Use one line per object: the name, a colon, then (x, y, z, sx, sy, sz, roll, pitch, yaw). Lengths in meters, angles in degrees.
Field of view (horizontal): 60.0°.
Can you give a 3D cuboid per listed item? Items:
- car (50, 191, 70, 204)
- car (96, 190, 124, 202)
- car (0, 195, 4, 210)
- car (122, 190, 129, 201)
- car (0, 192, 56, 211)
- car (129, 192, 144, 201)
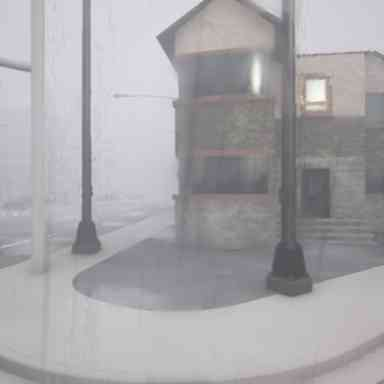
car: (-18.185, 0.646, 44.097, 2.097, 1.767, 4.553, 0, 0, 9)
car: (-13.194, 0.811, 52.653, 2.033, 1.411, 5.357, 0, 0, 10)
car: (-20.261, 1.104, 31.555, 1.994, 1.385, 4.181, 0, 2, 9)
car: (-14.679, 0.647, 64.760, 2.150, 2.045, 5.566, 0, -1, 9)
car: (-16.418, 1.016, 33.362, 2.033, 1.411, 5.357, 0, 1, 9)
car: (-10.994, 0.796, 65.590, 2.097, 1.767, 4.553, 0, -1, 9)
